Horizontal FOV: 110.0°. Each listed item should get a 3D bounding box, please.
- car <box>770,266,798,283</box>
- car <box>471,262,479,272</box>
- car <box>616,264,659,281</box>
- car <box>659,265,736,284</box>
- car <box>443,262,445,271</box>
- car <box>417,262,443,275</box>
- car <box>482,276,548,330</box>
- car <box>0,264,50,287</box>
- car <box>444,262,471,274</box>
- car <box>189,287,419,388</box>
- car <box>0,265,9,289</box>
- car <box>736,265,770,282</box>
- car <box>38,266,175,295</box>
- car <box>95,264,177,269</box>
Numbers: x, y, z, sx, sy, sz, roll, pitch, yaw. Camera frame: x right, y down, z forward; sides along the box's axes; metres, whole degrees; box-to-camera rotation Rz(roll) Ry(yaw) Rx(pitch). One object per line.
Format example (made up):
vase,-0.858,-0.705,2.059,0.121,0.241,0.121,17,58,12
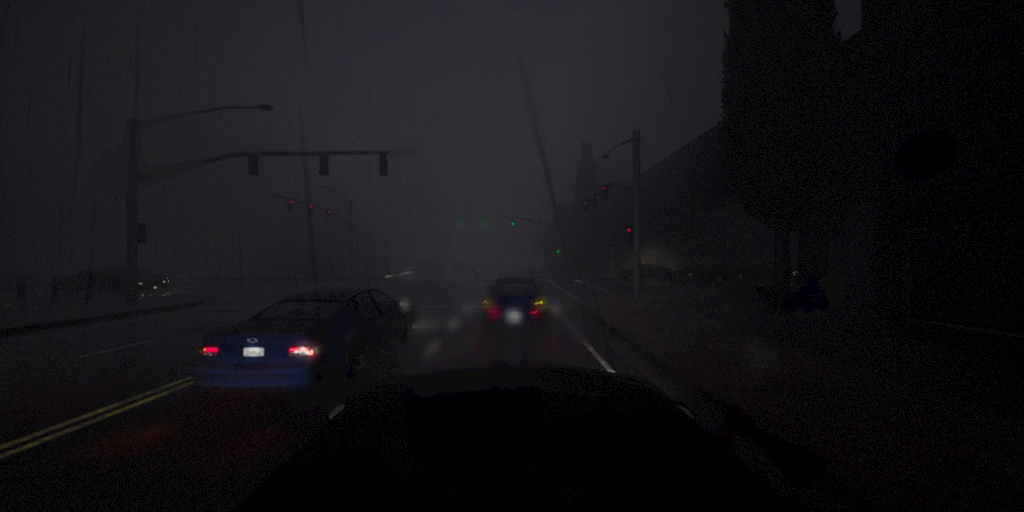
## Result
car,24.061,1.335,28.903,4.553,1.767,2.097,0,0,0
car,-7.005,1.713,57.940,1.882,1.535,5.008,0,0,2
car,11.926,1.506,32.439,4.902,1.511,2.128,0,0,0
car,14.855,1.489,28.930,4.892,1.490,1.837,0,0,0
car,-10.564,1.721,55.689,1.837,1.490,4.892,0,0,1
car,-10.758,1.614,46.352,1.882,1.535,5.008,0,0,1
car,0.133,1.359,11.405,1.812,1.442,4.674,0,0,2
car,-35.164,1.474,24.396,4.674,1.442,1.812,0,0,0
car,-7.223,1.645,48.398,2.128,1.511,4.902,0,0,1
car,-3.438,1.346,7.288,2.033,1.411,5.357,0,0,0
car,-33.230,1.422,20.897,4.892,1.490,1.837,0,0,0
car,21.665,1.561,32.410,5.357,1.411,2.033,0,0,0
car,-23.496,1.465,20.934,5.357,1.411,2.033,0,0,0
car,-26.280,1.452,24.423,4.892,1.490,1.837,0,0,0
